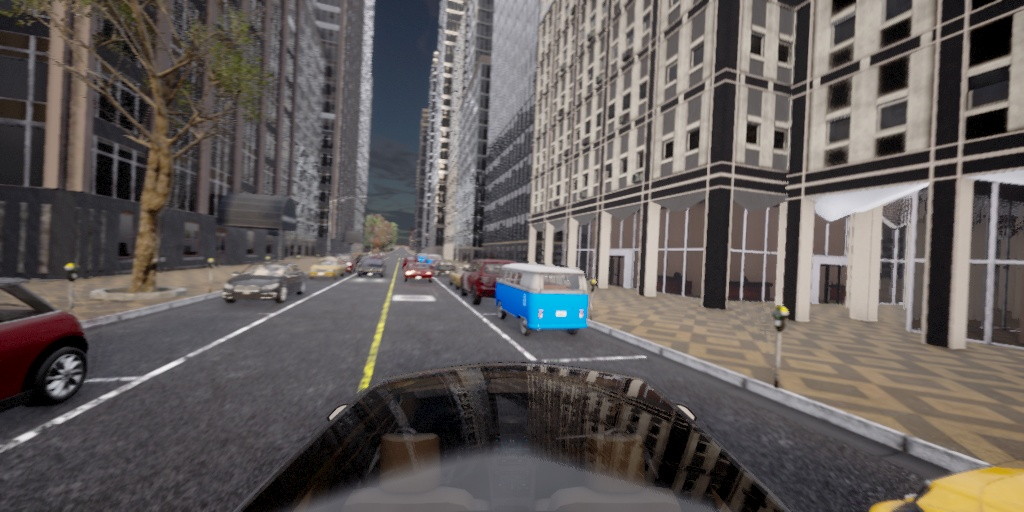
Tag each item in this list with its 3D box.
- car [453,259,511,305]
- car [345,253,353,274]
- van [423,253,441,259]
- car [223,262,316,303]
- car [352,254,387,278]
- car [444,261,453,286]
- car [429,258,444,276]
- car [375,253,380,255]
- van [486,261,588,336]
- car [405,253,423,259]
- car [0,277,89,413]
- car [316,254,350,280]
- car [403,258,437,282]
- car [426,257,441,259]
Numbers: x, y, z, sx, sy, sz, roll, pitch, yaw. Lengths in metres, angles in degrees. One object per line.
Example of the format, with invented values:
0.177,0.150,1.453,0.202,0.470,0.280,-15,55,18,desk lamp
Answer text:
-1.058,1.051,15.890,2.192,1.841,5.009,0,0,-17,car
-14.089,0.580,29.764,1.967,1.591,4.097,0,0,-17,car
-9.441,0.727,43.121,1.690,1.789,3.998,0,0,-17,van
-9.059,0.897,13.425,2.007,1.370,4.403,0,0,-17,car
-10.623,0.850,27.529,2.033,1.411,5.357,3,0,-17,car
-2.785,1.195,21.498,1.751,1.417,4.829,0,0,-17,car
-6.088,1.081,32.230,2.007,1.370,4.403,0,0,-17,car
-22.469,0.355,56.992,1.802,1.307,4.207,0,0,-17,car
0.618,1.144,10.443,1.690,1.789,3.998,0,0,-17,van
-11.939,0.742,42.489,1.882,1.535,5.008,3,0,-17,car
-5.705,0.918,2.533,1.967,1.591,4.097,0,0,-17,car
-12.362,0.736,24.154,1.751,1.417,4.829,0,0,-17,car
-6.692,1.088,25.418,1.895,1.301,4.718,3,0,-17,car
-7.764,1.041,37.675,1.802,1.307,4.207,0,0,-17,car
